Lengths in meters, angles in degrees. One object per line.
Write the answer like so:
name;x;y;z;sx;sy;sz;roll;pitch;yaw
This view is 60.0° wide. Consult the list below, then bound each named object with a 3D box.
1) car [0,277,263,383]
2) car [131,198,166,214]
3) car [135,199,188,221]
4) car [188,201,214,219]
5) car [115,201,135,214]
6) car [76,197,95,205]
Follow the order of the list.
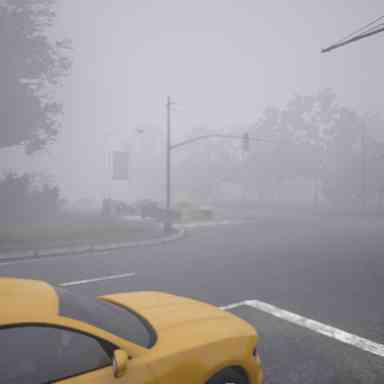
car;-1.581;1.478;2.621;5.008;1.535;1.882;0;0;-36
car;-5.038;1.538;37.945;2.128;1.511;4.902;0;0;-33
car;-2.659;1.521;27.699;1.882;1.535;5.008;0;0;-32
car;0.067;1.532;29.933;1.882;1.535;5.008;0;0;-32
car;-7.674;1.637;35.584;1.895;1.301;4.718;0;0;-33
car;-18.606;1.538;58.261;1.895;1.301;4.718;0;0;-36
